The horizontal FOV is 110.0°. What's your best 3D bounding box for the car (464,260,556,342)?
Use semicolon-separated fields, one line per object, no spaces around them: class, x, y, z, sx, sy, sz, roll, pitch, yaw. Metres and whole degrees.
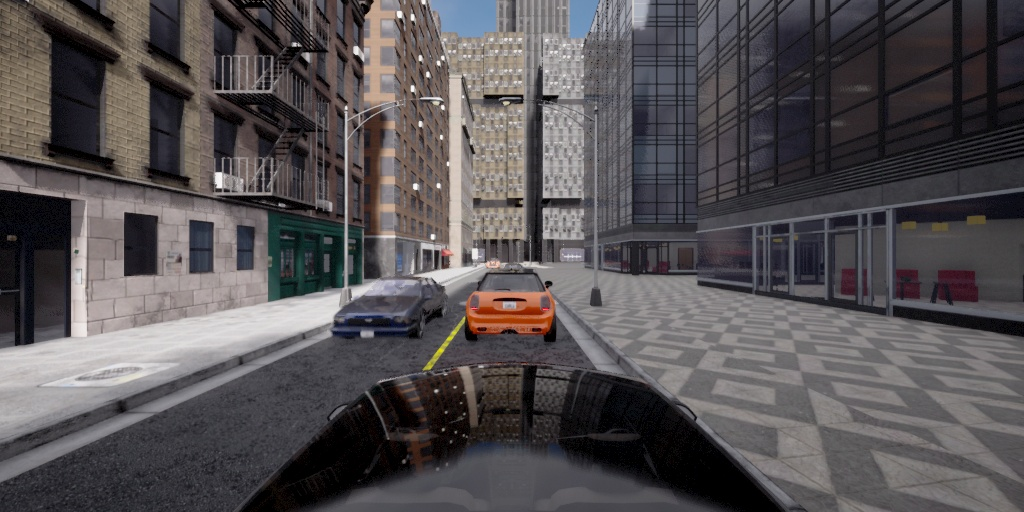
car;0.064;1.102;9.988;2.097;1.767;4.553;0;0;3

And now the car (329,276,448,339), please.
car;-3.101;1.297;10.353;2.033;1.411;5.357;0;0;0

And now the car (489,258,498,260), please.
car;-3.021;1.113;58.356;2.097;1.767;4.553;0;0;0

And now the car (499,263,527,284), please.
car;0.086;1.297;28.672;2.033;1.411;5.357;0;0;0
